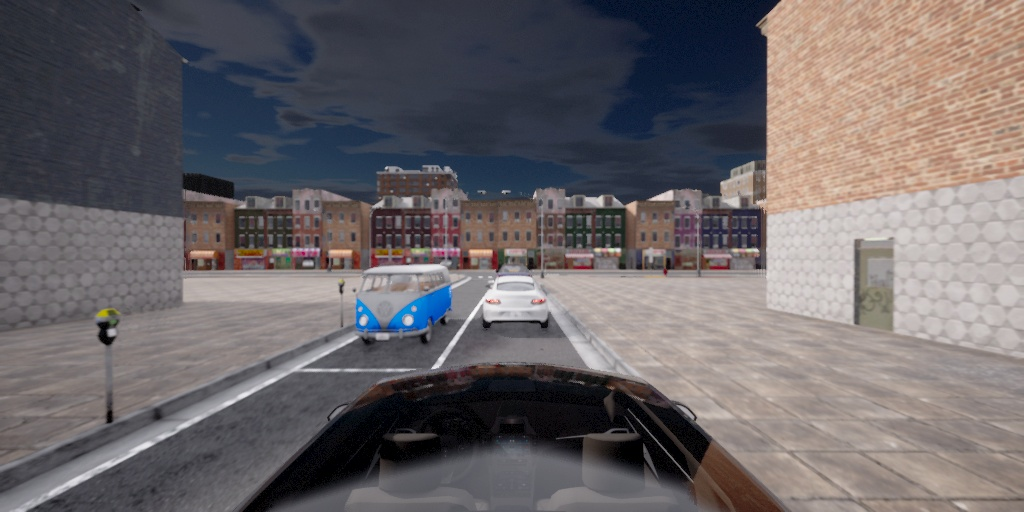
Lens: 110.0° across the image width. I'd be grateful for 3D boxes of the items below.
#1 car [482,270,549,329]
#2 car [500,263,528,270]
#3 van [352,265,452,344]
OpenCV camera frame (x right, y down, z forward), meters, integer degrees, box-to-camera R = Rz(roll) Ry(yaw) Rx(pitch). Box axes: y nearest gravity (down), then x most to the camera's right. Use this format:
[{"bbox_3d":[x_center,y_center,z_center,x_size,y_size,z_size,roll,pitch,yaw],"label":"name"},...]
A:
[{"bbox_3d":[0.104,1.319,11.291,1.812,1.442,4.674,0,0,0],"label":"car"},{"bbox_3d":[0.102,1.189,20.397,2.097,1.767,4.553,0,0,0],"label":"car"},{"bbox_3d":[-2.636,1.126,9.405,1.690,1.789,3.998,0,0,0],"label":"van"}]
